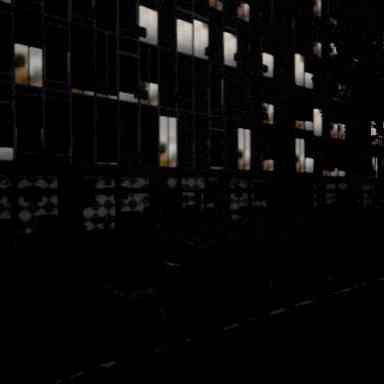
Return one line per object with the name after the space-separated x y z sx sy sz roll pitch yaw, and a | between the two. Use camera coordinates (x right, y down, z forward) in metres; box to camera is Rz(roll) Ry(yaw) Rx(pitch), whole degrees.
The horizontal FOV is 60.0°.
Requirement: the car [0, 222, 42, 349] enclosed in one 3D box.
-4.301 1.315 3.504 5.009 1.841 2.192 0 -1 -36 | car

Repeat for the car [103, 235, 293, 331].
0.328 1.581 6.803 4.206 1.307 1.802 0 -1 -36 | car
